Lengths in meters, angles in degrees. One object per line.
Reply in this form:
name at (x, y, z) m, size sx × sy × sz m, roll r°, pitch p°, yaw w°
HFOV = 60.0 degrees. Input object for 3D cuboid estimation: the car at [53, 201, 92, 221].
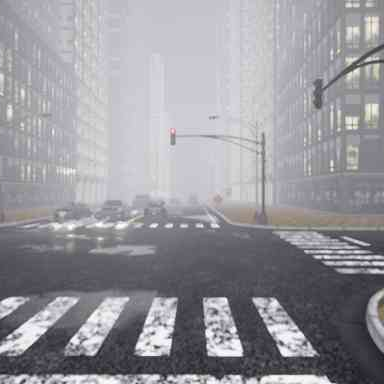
car at (-9.788, 1.519, 27.527) m, size 2.128 × 1.511 × 4.902 m, roll 0°, pitch 0°, yaw 0°

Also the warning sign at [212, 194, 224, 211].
warning sign at (2.937, 1.163, 37.807) m, size 1.300 × 1.860 × 1.060 m, roll 0°, pitch 0°, yaw 0°

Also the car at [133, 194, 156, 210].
car at (-6.497, 1.282, 44.120) m, size 2.150 × 2.045 × 5.566 m, roll 0°, pitch 0°, yaw 0°

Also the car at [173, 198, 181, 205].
car at (-3.114, 1.681, 60.460) m, size 1.994 × 1.385 × 4.181 m, roll 0°, pitch 0°, yaw 0°

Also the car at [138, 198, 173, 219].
car at (-3.084, 1.523, 29.418) m, size 2.128 × 1.511 × 4.902 m, roll 0°, pitch 0°, yaw 0°

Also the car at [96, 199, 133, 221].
car at (-6.430, 1.380, 27.459) m, size 2.097 × 1.767 × 4.553 m, roll 0°, pitch 0°, yaw -2°

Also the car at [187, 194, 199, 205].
car at (0.135, 1.621, 60.412) m, size 1.837 × 1.490 × 4.892 m, roll 0°, pitch 0°, yaw 0°

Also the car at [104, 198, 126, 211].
car at (-9.756, 1.585, 42.497) m, size 1.812 × 1.442 × 4.674 m, roll 0°, pitch 0°, yaw 0°
